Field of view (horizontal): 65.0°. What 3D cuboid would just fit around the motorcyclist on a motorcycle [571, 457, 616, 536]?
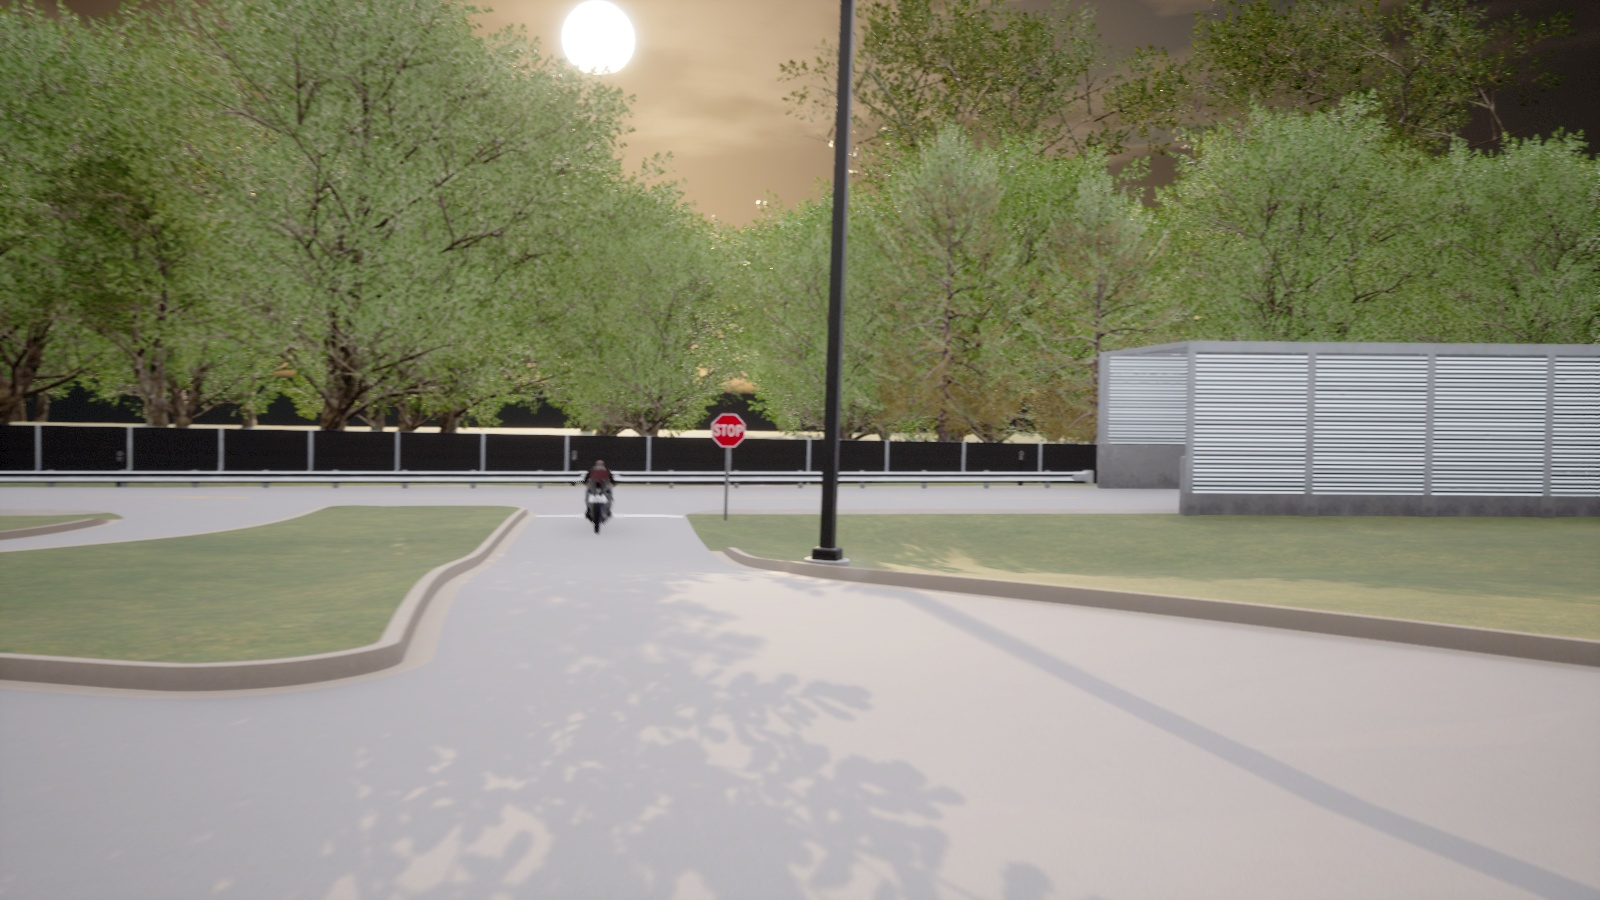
[{"bbox_3d":[-4.444,0.983,27.166,0.866,1.530,2.191,2,2,-8],"label":"motorcyclist on a motorcycle"}]
